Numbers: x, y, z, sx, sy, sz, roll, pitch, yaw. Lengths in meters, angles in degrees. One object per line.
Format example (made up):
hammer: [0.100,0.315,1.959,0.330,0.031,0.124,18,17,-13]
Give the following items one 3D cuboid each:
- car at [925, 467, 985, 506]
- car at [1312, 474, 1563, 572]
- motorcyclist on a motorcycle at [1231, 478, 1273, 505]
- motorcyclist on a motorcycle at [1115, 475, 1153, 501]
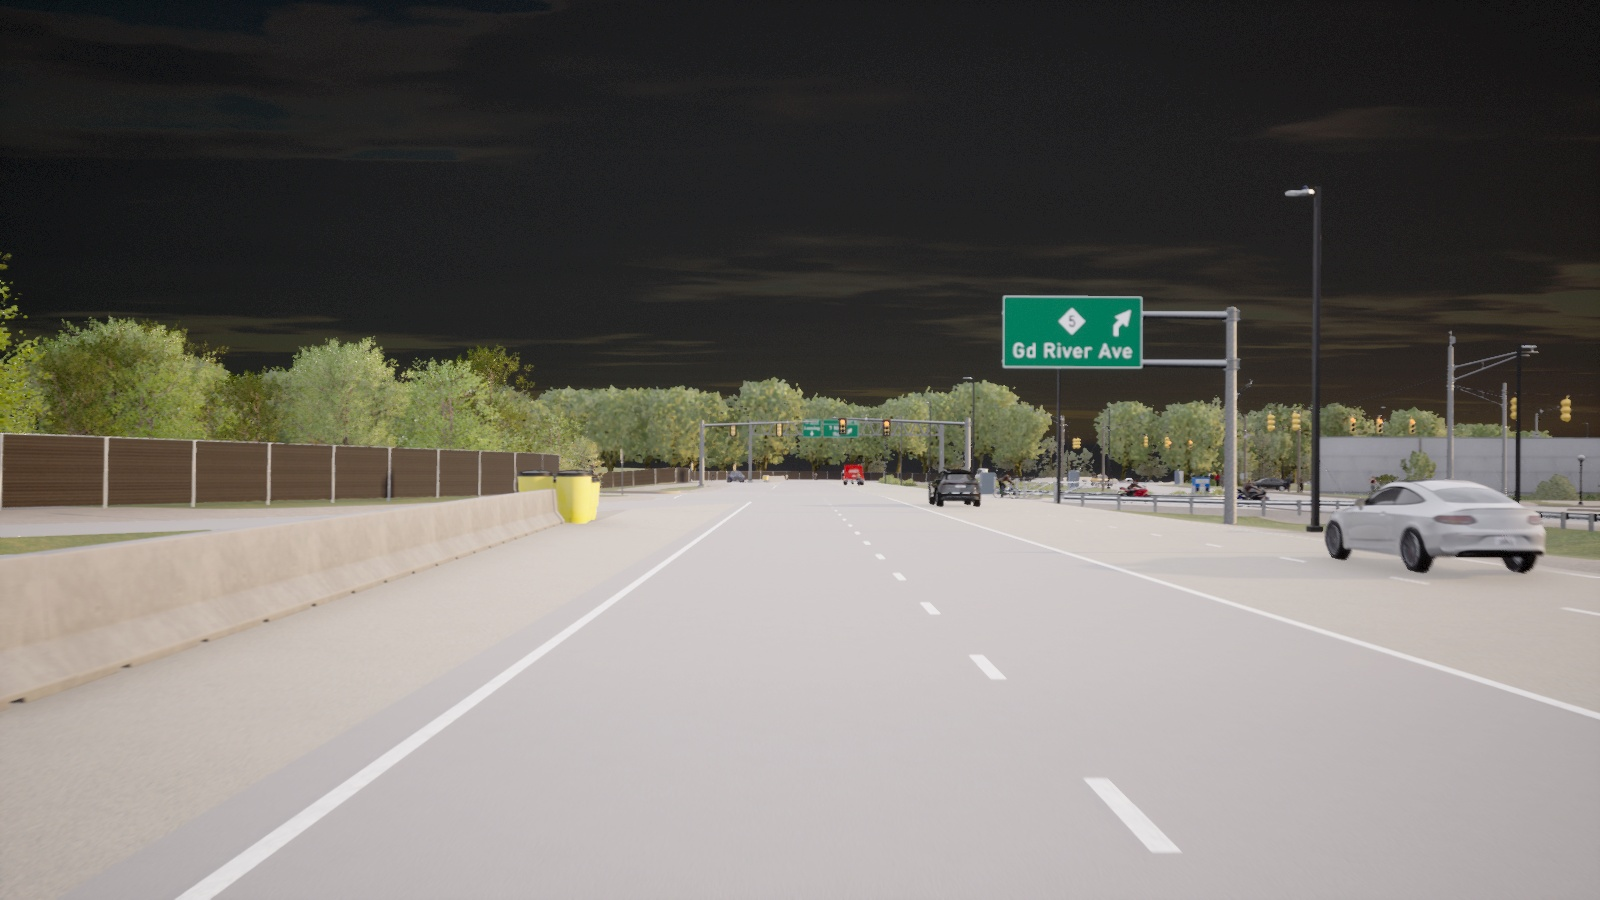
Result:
car: [6.865,1.608,56.057,2.033,1.649,4.856,0,-1,0]
car: [10.449,1.136,21.040,1.812,1.442,4.674,0,-1,0]
motorcyclist on a motorcycle: [27.519,2.514,76.414,2.191,1.530,0.866,-1,-1,-2]
motorcyclist on a motorcycle: [20.306,2.317,76.307,2.044,1.523,0.797,1,-1,0]
